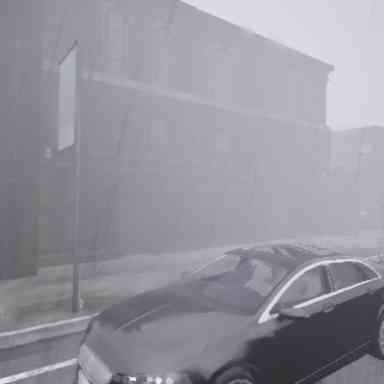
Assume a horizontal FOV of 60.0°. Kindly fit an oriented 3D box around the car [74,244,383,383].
[{"bbox_3d":[1.036,1.525,4.428,4.902,1.511,2.128,1,0,-36],"label":"car"}]
